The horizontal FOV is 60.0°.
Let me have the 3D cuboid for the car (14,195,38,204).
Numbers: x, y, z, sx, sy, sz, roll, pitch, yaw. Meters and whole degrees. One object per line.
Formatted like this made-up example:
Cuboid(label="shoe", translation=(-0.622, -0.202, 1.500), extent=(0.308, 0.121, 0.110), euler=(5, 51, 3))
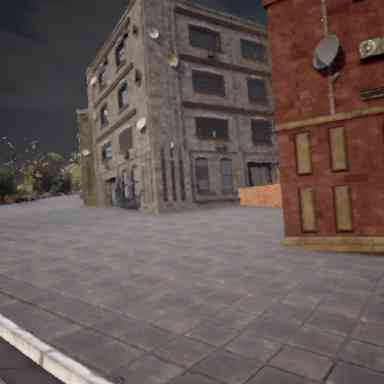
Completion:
Cuboid(label="car", translation=(-28.533, 1.255, 57.325), extent=(1.895, 1.301, 4.718), euler=(-4, 3, 1))
